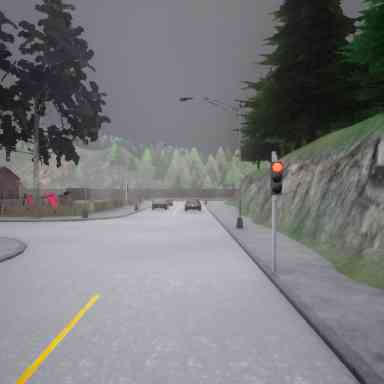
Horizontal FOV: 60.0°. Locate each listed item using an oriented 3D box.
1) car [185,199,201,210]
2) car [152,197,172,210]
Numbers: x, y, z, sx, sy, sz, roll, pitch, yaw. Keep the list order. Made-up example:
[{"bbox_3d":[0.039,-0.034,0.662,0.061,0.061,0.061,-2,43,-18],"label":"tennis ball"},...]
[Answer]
[{"bbox_3d":[0.113,1.564,41.908,1.994,1.385,4.181,0,0,1],"label":"car"},{"bbox_3d":[-4.040,1.478,42.853,1.882,1.535,5.008,0,0,0],"label":"car"}]
